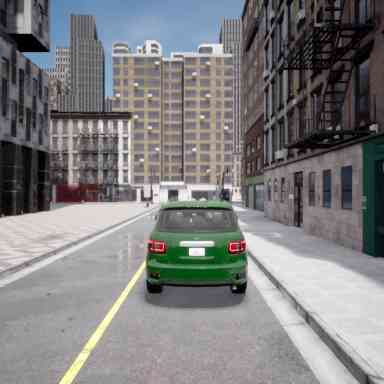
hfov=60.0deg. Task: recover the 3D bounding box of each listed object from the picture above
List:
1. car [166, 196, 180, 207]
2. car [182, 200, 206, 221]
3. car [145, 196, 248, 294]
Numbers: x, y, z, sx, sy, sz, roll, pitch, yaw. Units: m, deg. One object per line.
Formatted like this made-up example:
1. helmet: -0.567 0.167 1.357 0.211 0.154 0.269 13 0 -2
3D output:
1. car: -2.857 1.457 51.365 1.837 1.490 4.892 0 0 0
2. car: 0.178 1.488 28.135 1.837 1.490 4.892 0 0 0
3. car: 0.118 1.220 8.955 2.150 2.045 5.566 0 0 1
